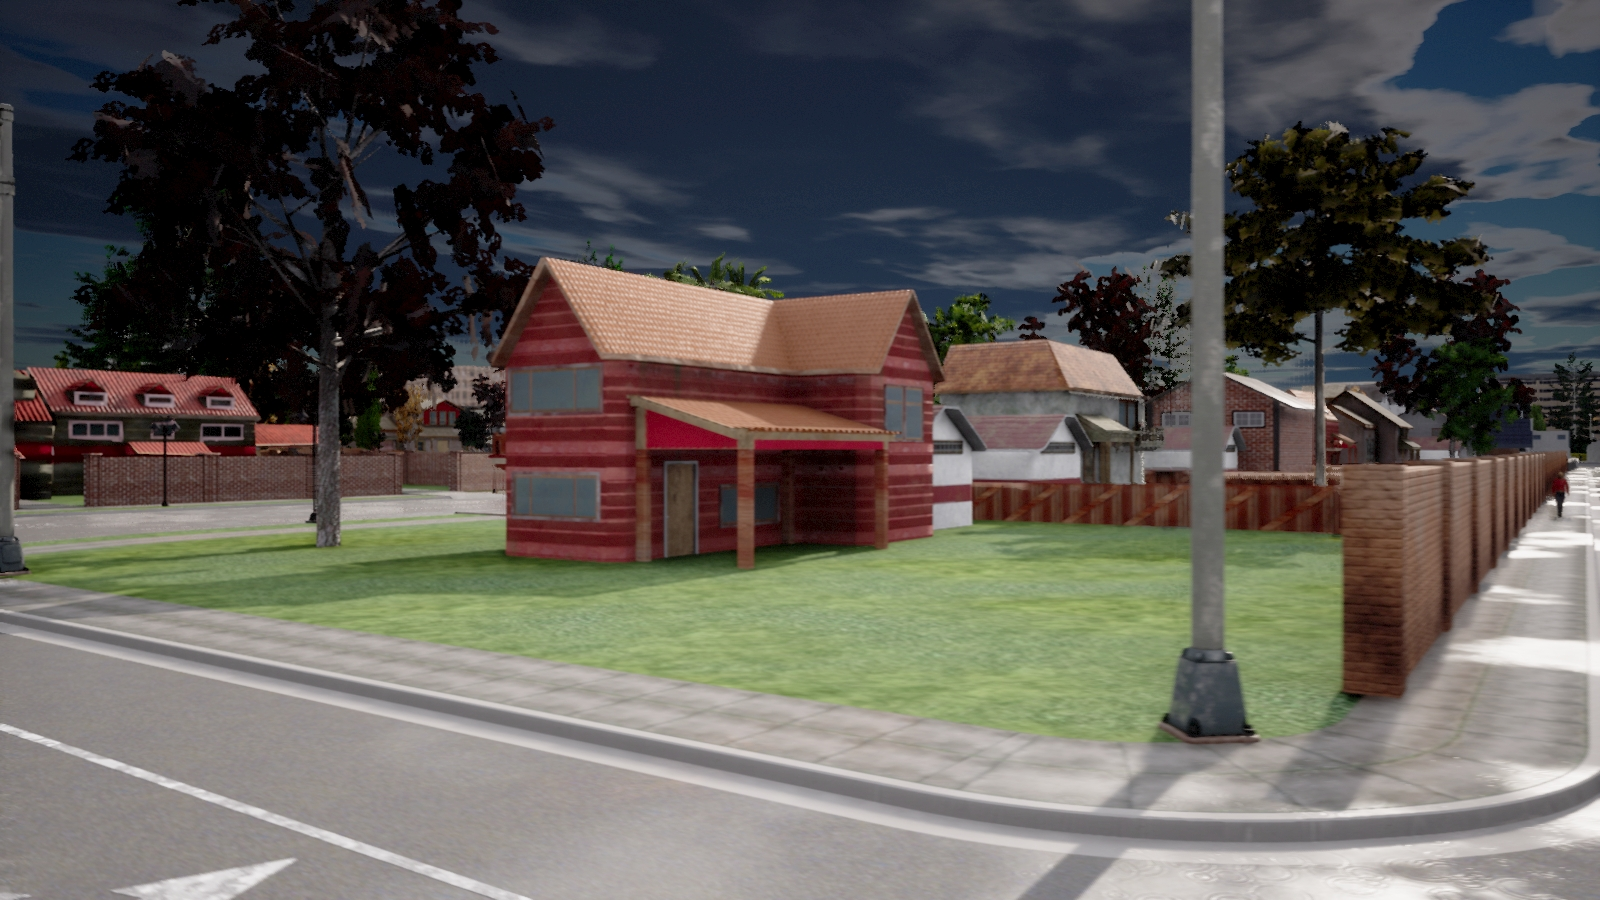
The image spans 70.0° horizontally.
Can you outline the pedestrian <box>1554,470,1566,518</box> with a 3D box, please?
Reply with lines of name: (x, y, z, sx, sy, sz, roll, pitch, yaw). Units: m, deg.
pedestrian: (29.558, 1.697, 44.450, 0.375, 1.860, 0.375, 0, 0, 34)
